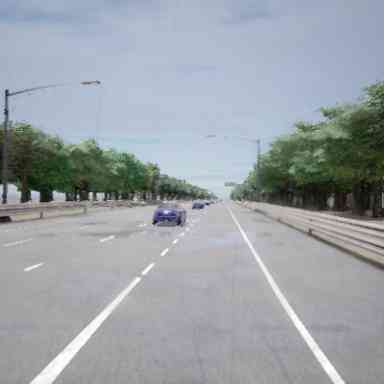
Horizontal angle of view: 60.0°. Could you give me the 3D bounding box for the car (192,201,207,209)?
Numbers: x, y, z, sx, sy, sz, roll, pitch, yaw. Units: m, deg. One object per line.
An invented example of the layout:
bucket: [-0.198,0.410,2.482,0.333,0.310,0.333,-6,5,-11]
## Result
car: [1.127,2.225,57.653,1.812,1.442,4.674,1,-1,5]

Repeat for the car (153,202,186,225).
car: [-1.673,1.578,26.225,2.097,1.767,4.553,1,-1,5]

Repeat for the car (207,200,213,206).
car: [3.810,2.939,86.723,1.895,1.301,4.718,1,-1,5]
